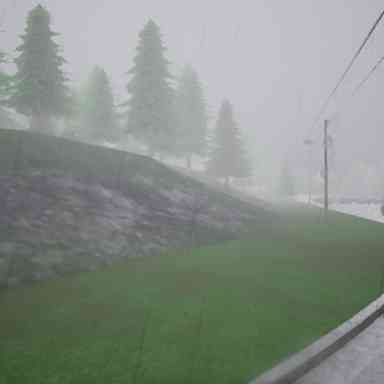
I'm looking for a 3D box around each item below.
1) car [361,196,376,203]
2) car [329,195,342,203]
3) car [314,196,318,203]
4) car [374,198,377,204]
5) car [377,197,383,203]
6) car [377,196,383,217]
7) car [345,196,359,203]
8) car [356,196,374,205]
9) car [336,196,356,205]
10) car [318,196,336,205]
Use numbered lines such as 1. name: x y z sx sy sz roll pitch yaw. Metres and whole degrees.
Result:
1. car: 40.476 1.737 76.424 1.882 1.535 5.008 0 0 13
2. car: 33.657 1.652 78.010 2.097 1.767 4.553 0 0 13
3. car: 30.156 1.669 78.412 2.097 1.767 4.553 0 0 13
4. car: 38.162 1.642 66.664 2.097 1.767 4.553 0 0 13
5. car: 43.786 1.778 75.211 2.033 1.411 5.357 0 0 13
6. car: 18.539 1.345 29.290 2.150 2.045 5.566 0 0 14
7. car: 37.071 1.778 77.231 1.837 1.490 4.892 0 0 13
8. car: 34.748 1.907 67.434 1.895 1.301 4.718 0 0 13
9. car: 31.350 1.858 68.274 2.128 1.511 4.902 0 0 13
10. car: 27.849 1.902 68.676 1.994 1.385 4.181 0 0 13
